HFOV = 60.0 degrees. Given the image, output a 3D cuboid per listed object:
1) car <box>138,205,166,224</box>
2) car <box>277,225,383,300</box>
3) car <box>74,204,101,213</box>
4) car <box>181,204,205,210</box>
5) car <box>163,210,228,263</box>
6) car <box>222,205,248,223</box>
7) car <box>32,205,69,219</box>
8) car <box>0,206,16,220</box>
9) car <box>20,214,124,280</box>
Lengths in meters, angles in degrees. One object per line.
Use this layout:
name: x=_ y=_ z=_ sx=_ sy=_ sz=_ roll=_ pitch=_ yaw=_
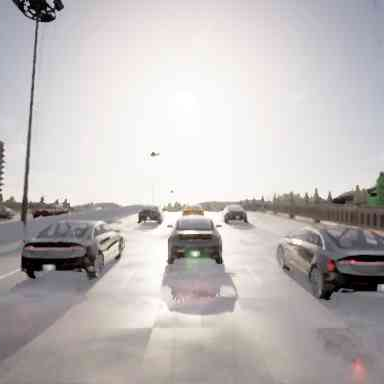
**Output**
car: x=-3.406 y=1.835 z=28.362 sx=1.837 sy=1.490 sz=4.892 roll=0 pitch=-1 yaw=0
car: x=3.597 y=1.593 z=8.614 sx=2.128 sy=1.511 sz=4.902 roll=0 pitch=-1 yaw=0
car: x=-10.601 y=1.961 z=34.176 sx=1.994 sy=1.385 sz=4.181 roll=0 pitch=-1 yaw=0
car: x=0.094 y=1.821 z=29.520 sx=1.882 sy=1.535 sz=5.008 roll=0 pitch=-1 yaw=0
car: x=0.098 y=1.652 z=12.561 sx=1.837 sy=1.490 sz=4.892 roll=0 pitch=-1 yaw=0
car: x=3.595 y=1.858 z=28.524 sx=1.812 sy=1.442 sz=4.674 roll=0 pitch=-1 yaw=0
car: x=-14.103 y=1.987 z=33.310 sx=1.895 sy=1.301 sz=4.718 roll=0 pitch=-1 yaw=0
car: x=-17.605 y=1.887 z=29.254 sx=2.033 sy=1.411 sz=5.357 roll=0 pitch=-1 yaw=0
car: x=-3.402 y=1.613 z=10.341 sx=2.128 sy=1.511 sz=4.902 roll=0 pitch=-1 yaw=0
